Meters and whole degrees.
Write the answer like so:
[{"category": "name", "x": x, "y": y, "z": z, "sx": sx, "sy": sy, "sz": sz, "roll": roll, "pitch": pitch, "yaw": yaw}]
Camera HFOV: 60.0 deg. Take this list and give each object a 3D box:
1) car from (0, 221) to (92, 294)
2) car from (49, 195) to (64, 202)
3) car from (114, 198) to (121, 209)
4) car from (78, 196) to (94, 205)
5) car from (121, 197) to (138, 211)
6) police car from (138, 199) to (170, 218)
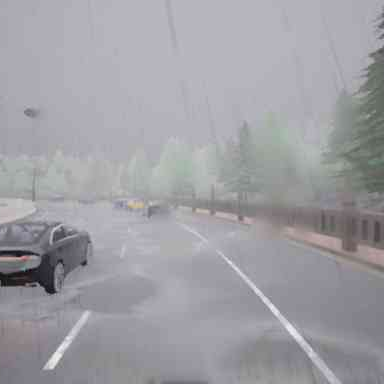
[{"category": "car", "x": -3.957, "y": 1.503, "z": 8.704, "sx": 2.128, "sy": 1.511, "sz": 4.902, "roll": 0, "pitch": 0, "yaw": -4}, {"category": "car", "x": -30.773, "y": 1.438, "z": 75.576, "sx": 1.882, "sy": 1.535, "sz": 5.008, "roll": 0, "pitch": 0, "yaw": -45}, {"category": "car", "x": -9.482, "y": 1.484, "z": 46.361, "sx": 1.882, "sy": 1.535, "sz": 5.008, "roll": 0, "pitch": 0, "yaw": -25}, {"category": "car", "x": -19.916, "y": 1.534, "z": 62.415, "sx": 2.128, "sy": 1.511, "sz": 4.902, "roll": 0, "pitch": 0, "yaw": -36}, {"category": "car", "x": -6.926, "y": 1.454, "z": 40.504, "sx": 1.801, "sy": 1.575, "sz": 5.366, "roll": 0, "pitch": 0, "yaw": -22}, {"category": "police car", "x": -3.319, "y": 1.415, "z": 30.064, "sx": 1.930, "sy": 1.638, "sz": 5.238, "roll": 0, "pitch": 0, "yaw": -16}]
